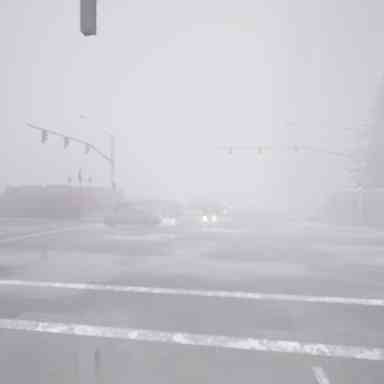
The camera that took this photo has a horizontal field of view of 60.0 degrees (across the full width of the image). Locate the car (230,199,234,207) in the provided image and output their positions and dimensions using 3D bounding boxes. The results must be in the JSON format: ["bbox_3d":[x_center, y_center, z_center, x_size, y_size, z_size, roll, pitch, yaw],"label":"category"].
[{"bbox_3d":[7.262,2.112,65.810,1.812,1.442,4.674,0,-1,10],"label":"car"}]

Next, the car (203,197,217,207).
[{"bbox_3d":[3.467,1.929,64.611,2.097,1.767,4.553,0,-1,11],"label":"car"}]

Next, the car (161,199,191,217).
[{"bbox_3d":[-1.935,1.806,35.149,2.128,1.511,4.902,0,0,10],"label":"car"}]

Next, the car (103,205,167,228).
[{"bbox_3d":[-4.265,1.817,24.092,4.181,1.385,1.994,0,0,11],"label":"car"}]

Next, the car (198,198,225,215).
[{"bbox_3d":[2.375,1.843,39.286,2.128,1.511,4.902,0,0,10],"label":"car"}]

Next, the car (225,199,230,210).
[{"bbox_3d":[4.342,1.973,50.144,1.812,1.442,4.674,0,0,10],"label":"car"}]

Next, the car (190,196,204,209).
[{"bbox_3d":[0.685,1.666,49.551,2.150,2.045,5.566,0,-1,10],"label":"car"}]
